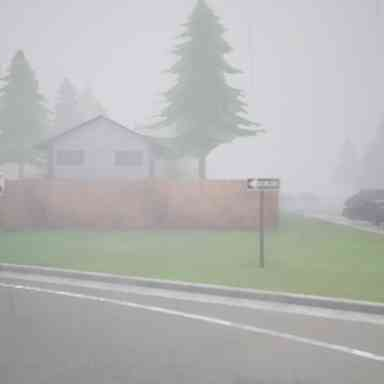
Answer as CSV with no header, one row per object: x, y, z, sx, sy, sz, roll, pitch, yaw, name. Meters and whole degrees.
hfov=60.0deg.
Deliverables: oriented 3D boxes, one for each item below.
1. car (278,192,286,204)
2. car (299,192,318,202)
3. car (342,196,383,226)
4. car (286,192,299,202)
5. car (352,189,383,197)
10.777,0.883,45.022,1.895,1.301,4.718,0,1,-1,car
17.668,0.754,50.943,1.994,1.385,4.181,0,1,-1,car
11.231,1.223,20.371,2.033,1.411,5.357,0,1,-1,car
14.181,0.725,50.279,1.812,1.442,4.674,0,1,-1,car
14.610,0.793,26.968,2.150,2.045,5.566,0,1,-1,car
